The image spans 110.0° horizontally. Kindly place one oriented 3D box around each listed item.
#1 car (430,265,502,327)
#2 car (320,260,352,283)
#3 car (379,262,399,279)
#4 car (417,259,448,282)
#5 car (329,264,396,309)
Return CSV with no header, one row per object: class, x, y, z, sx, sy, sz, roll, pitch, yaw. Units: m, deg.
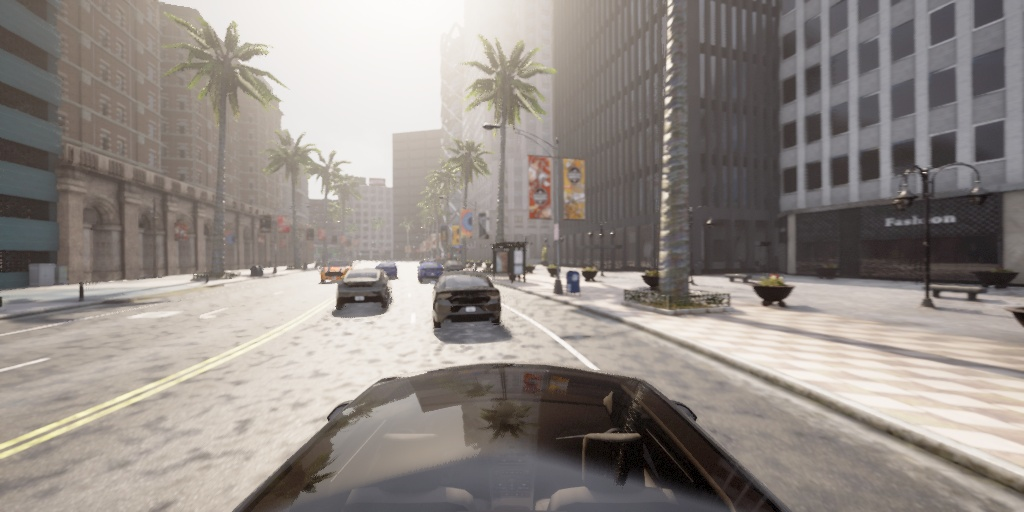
car,-1.606,1.225,11.663,1.882,1.535,5.008,0,0,-13
car,-13.975,1.093,28.979,2.097,1.767,4.553,0,0,-17
car,-11.411,1.271,32.893,1.882,1.535,5.008,0,0,-17
car,-6.771,1.239,29.673,1.882,1.535,5.008,0,0,-17
car,-6.141,1.283,15.274,1.837,1.490,4.892,0,0,-15
